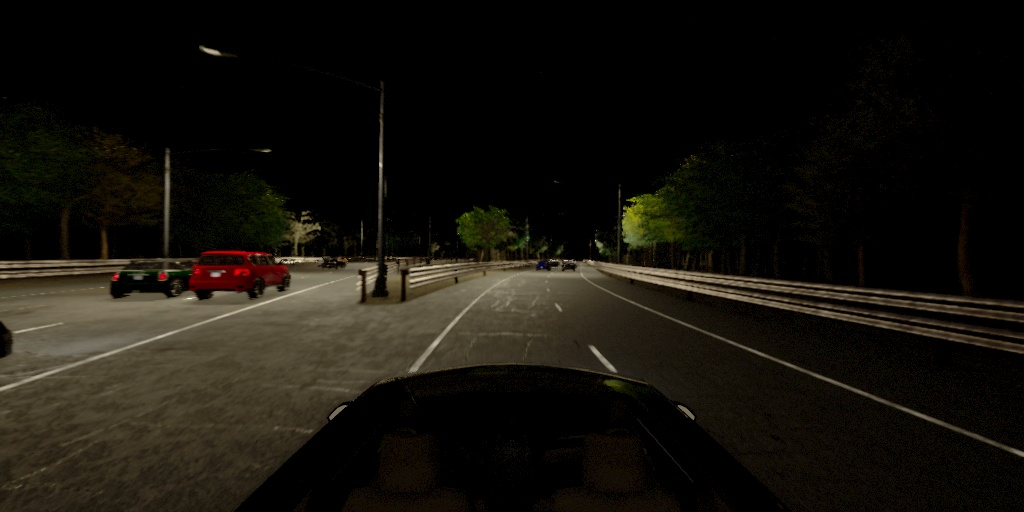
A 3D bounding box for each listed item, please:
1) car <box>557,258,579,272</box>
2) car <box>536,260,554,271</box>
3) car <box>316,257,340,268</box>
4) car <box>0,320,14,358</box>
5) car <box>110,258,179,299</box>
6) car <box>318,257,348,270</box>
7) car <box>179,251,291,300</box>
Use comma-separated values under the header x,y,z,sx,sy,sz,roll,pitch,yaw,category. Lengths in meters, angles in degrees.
x,y,z,sx,sy,sz,roll,pitch,yaw,category
7.975,1.397,50.628,2.128,1.511,4.902,1,0,11,car
4.453,1.384,50.844,1.812,1.442,4.674,1,0,11,car
-27.186,0.918,53.103,1.812,1.442,4.674,1,0,-9,car
-8.736,1.144,3.885,1.837,1.490,4.892,1,0,-16,car
-15.777,0.894,16.680,2.097,1.767,4.553,1,0,-15,car
-22.066,0.948,44.578,2.128,1.511,4.902,1,0,-11,car
-12.264,0.818,16.628,2.150,2.045,5.566,1,0,-15,car
